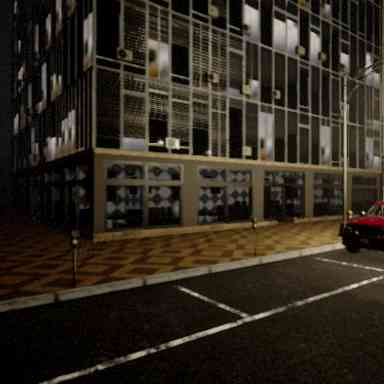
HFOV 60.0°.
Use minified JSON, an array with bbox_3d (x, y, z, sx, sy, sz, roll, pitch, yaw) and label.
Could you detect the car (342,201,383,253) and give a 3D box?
[{"bbox_3d":[7.593,1.249,12.159,5.009,1.841,2.192,0,1,-36],"label":"car"}]
